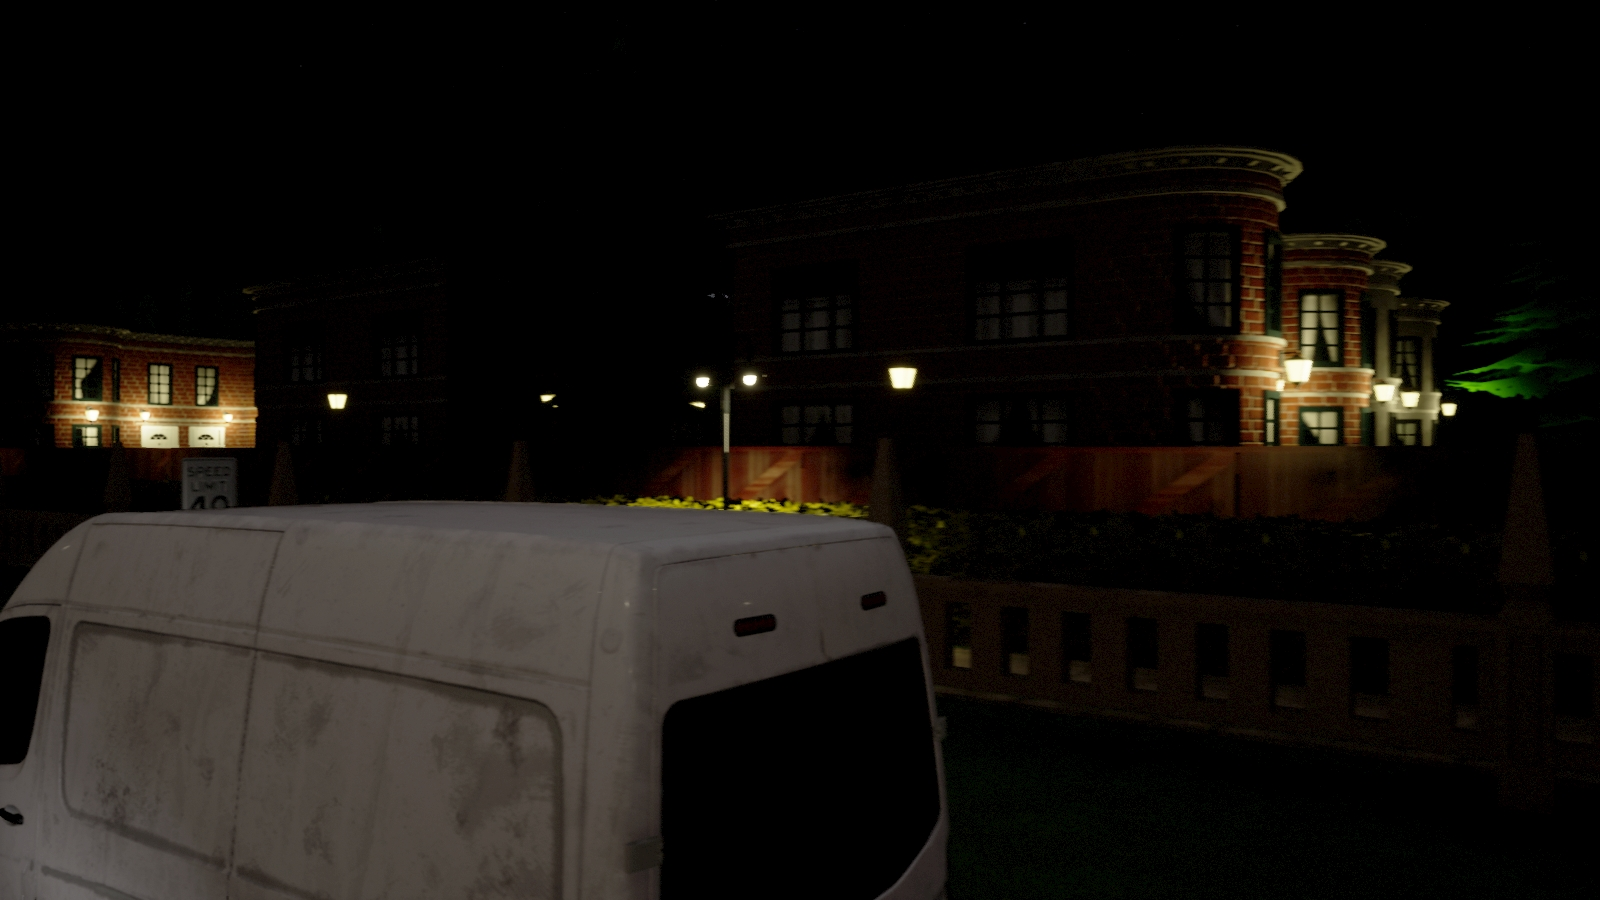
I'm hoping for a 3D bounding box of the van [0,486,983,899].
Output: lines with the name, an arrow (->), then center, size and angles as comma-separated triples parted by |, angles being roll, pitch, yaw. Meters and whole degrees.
van -> -2.276, 1.531, 5.371 | 5.915, 2.561, 1.988 | 0, 0, 35
